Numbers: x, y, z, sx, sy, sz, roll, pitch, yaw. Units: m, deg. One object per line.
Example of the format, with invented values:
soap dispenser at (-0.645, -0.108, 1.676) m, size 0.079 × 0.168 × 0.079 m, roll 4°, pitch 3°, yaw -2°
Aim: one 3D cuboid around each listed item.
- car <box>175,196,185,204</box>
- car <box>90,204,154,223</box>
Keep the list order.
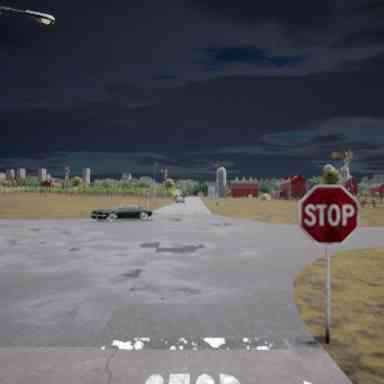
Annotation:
car at (-2.292, 1.578, 63.794) m, size 1.812 × 1.442 × 4.674 m, roll 0°, pitch 0°, yaw 1°
car at (-5.294, 1.589, 25.494) m, size 1.895 × 1.301 × 4.718 m, roll 0°, pitch -1°, yaw 42°
